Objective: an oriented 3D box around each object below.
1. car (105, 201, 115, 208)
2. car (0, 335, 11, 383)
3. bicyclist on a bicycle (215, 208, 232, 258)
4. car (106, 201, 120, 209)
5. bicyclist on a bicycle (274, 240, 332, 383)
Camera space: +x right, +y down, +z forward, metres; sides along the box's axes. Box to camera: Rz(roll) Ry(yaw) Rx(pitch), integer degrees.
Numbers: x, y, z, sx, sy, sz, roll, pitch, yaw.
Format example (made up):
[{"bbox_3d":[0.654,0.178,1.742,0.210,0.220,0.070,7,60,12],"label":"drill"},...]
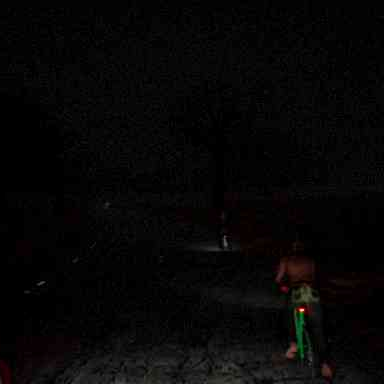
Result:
[{"bbox_3d":[-17.736,2.694,72.300,1.895,1.301,4.718,0,-1,-12],"label":"car"},{"bbox_3d":[-2.928,1.601,1.686,1.994,1.385,4.181,0,0,4],"label":"car"},{"bbox_3d":[1.148,1.496,12.528,0.659,1.776,1.843,0,0,-1],"label":"bicyclist on a bicycle"},{"bbox_3d":[-14.557,2.525,62.172,1.895,1.301,4.718,0,-1,-19],"label":"car"},{"bbox_3d":[1.391,1.481,4.397,0.582,1.620,1.656,0,-1,6],"label":"bicyclist on a bicycle"}]
